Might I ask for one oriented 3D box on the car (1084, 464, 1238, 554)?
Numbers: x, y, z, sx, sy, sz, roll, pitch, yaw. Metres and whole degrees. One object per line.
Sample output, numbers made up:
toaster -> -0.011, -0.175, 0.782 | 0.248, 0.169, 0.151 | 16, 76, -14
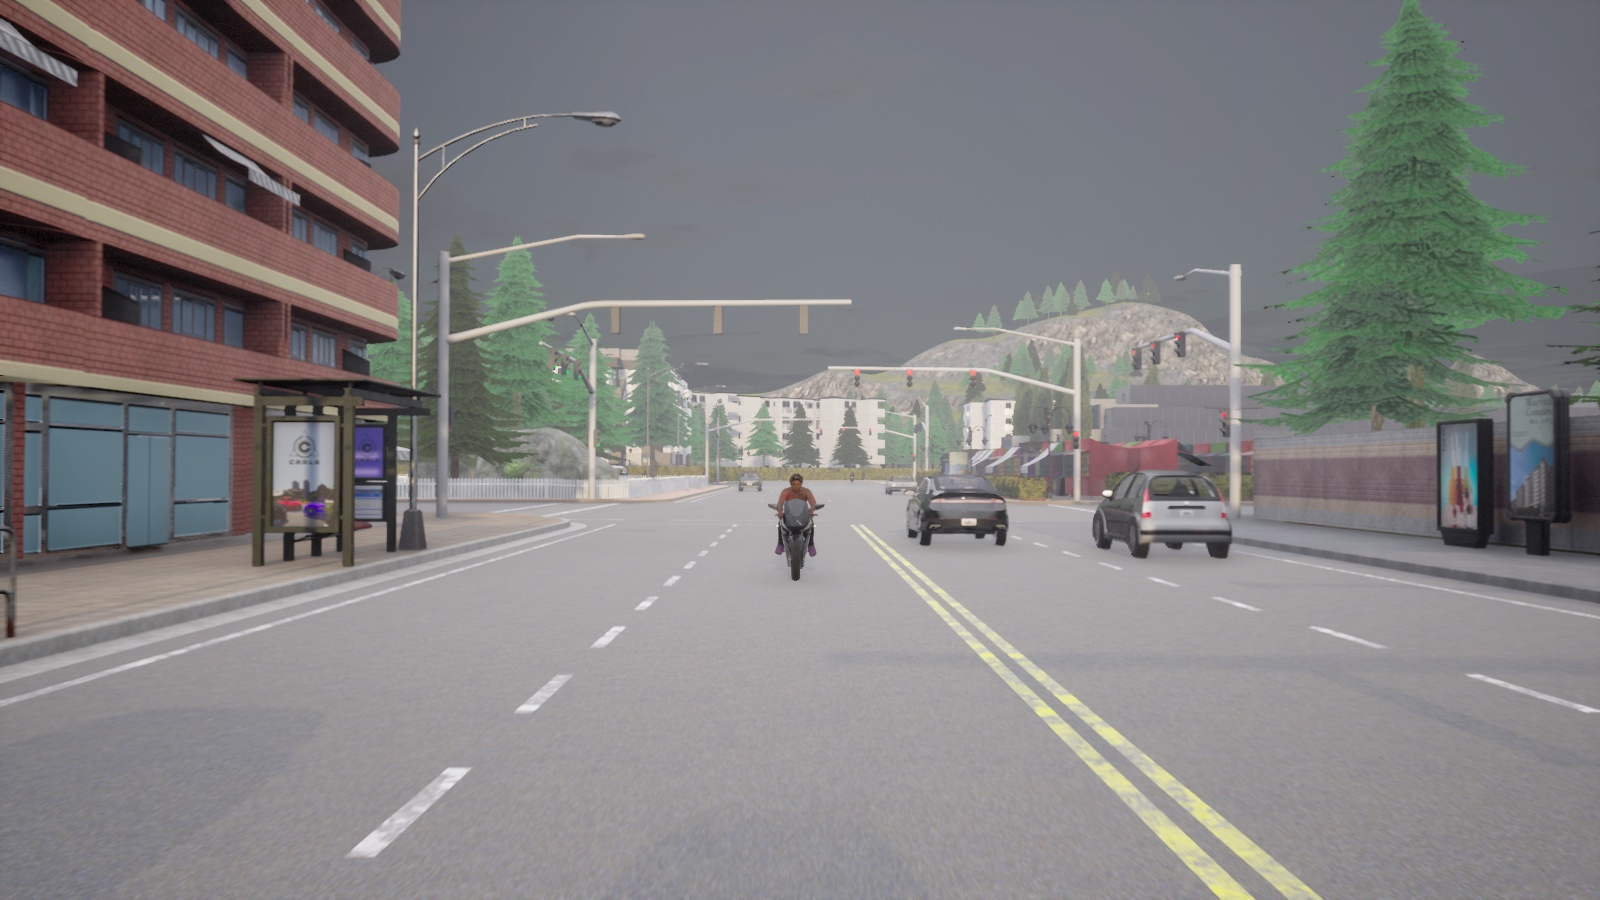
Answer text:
car -> 6.937, 1.096, 24.559 | 1.851, 1.617, 3.988 | 0, -1, 0

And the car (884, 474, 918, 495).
car -> 6.786, 2.305, 84.628 | 1.895, 1.301, 4.718 | 0, -1, 0

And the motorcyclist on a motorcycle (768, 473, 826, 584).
motorcyclist on a motorcycle -> -0.047, 1.104, 18.361 | 0.797, 1.523, 2.044 | 0, -1, 0

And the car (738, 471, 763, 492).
car -> -3.740, 2.402, 95.225 | 1.789, 1.549, 3.705 | 0, -1, 0

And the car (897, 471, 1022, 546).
car -> 3.429, 1.225, 27.971 | 2.128, 1.511, 4.902 | 0, -1, 0
